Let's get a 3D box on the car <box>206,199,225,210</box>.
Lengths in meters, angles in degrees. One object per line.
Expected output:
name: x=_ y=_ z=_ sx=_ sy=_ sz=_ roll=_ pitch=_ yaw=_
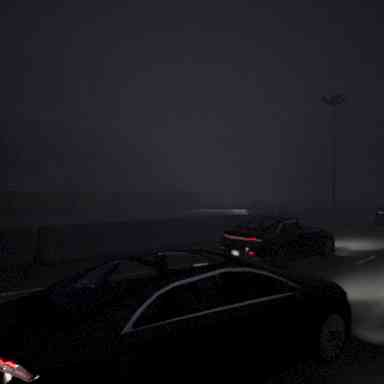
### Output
car: x=3.464 y=1.800 z=48.455 sx=1.837 sy=1.490 sz=4.892 roll=0 pitch=0 yaw=20

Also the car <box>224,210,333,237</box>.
car: x=3.054 y=1.572 z=11.255 sx=4.902 sy=1.511 sz=2.128 roll=1 pitch=0 yaw=-42

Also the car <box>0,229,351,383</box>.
car: x=0.140 y=1.515 z=4.206 sx=4.902 sy=1.511 sz=2.128 roll=1 pitch=0 yaw=-37

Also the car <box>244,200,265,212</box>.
car: x=8.439 y=1.793 z=42.328 sx=1.837 sy=1.490 sz=4.892 roll=0 pitch=0 yaw=24

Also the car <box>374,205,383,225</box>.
car: x=15.379 y=1.726 z=25.806 sx=2.128 sy=1.511 sz=4.902 roll=0 pitch=0 yaw=34

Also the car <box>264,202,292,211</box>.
car: x=10.003 y=1.835 z=37.663 sx=1.994 sy=1.385 sz=4.181 roll=0 pitch=0 yaw=27

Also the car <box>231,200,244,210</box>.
car: x=7.035 y=1.877 z=48.094 sx=1.994 sy=1.385 sz=4.181 roll=0 pitch=0 yaw=20
